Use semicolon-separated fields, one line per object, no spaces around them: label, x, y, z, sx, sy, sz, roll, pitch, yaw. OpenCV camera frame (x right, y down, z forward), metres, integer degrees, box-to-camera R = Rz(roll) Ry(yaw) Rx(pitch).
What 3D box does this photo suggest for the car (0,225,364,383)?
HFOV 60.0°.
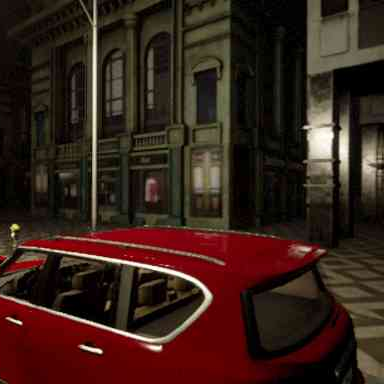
car;-0.909;1.312;3.610;5.009;1.841;2.192;0;0;36
